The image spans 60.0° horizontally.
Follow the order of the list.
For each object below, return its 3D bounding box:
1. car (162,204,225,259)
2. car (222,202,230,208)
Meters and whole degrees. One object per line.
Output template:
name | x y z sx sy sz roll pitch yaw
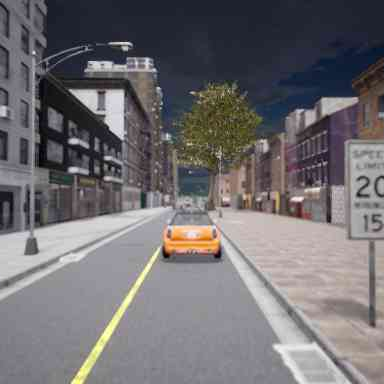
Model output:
car | 0.006 1.524 13.453 2.097 1.767 4.553 0 -1 0
car | 10.736 3.733 92.521 5.009 1.841 2.192 1 -2 0
